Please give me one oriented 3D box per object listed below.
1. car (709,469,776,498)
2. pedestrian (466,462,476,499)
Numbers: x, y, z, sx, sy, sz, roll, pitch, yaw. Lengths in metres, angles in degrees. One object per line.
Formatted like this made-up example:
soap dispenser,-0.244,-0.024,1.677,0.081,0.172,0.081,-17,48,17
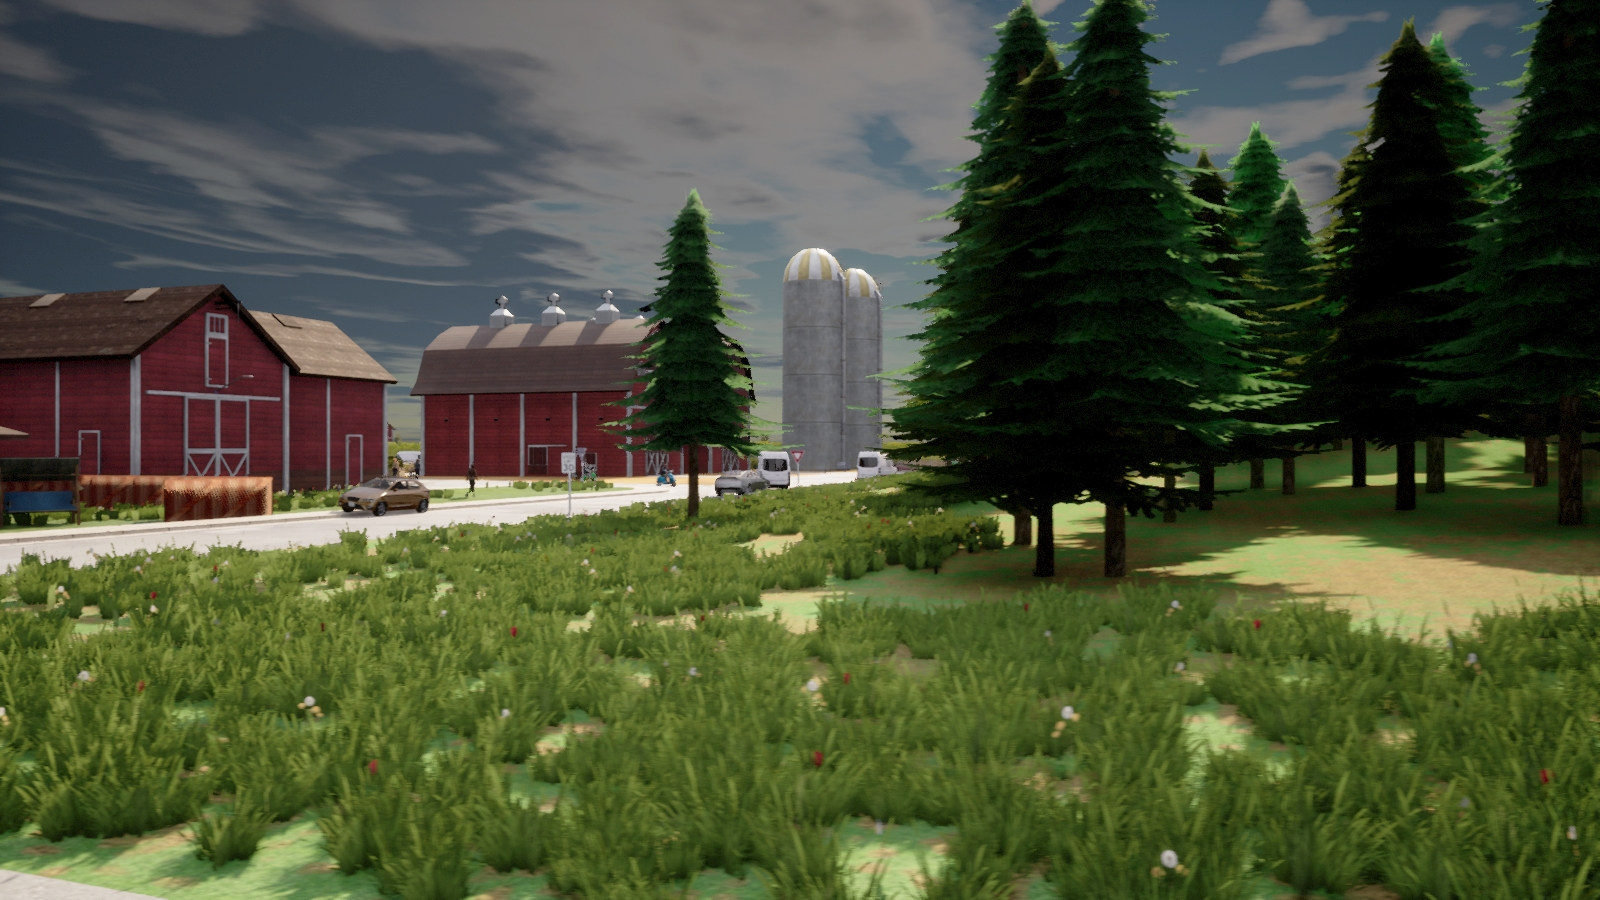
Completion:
car,-3.280,1.905,66.027,2.128,1.511,4.902,0,0,20
pedestrian,-16.784,1.541,58.324,0.375,1.860,0.375,0,0,14
